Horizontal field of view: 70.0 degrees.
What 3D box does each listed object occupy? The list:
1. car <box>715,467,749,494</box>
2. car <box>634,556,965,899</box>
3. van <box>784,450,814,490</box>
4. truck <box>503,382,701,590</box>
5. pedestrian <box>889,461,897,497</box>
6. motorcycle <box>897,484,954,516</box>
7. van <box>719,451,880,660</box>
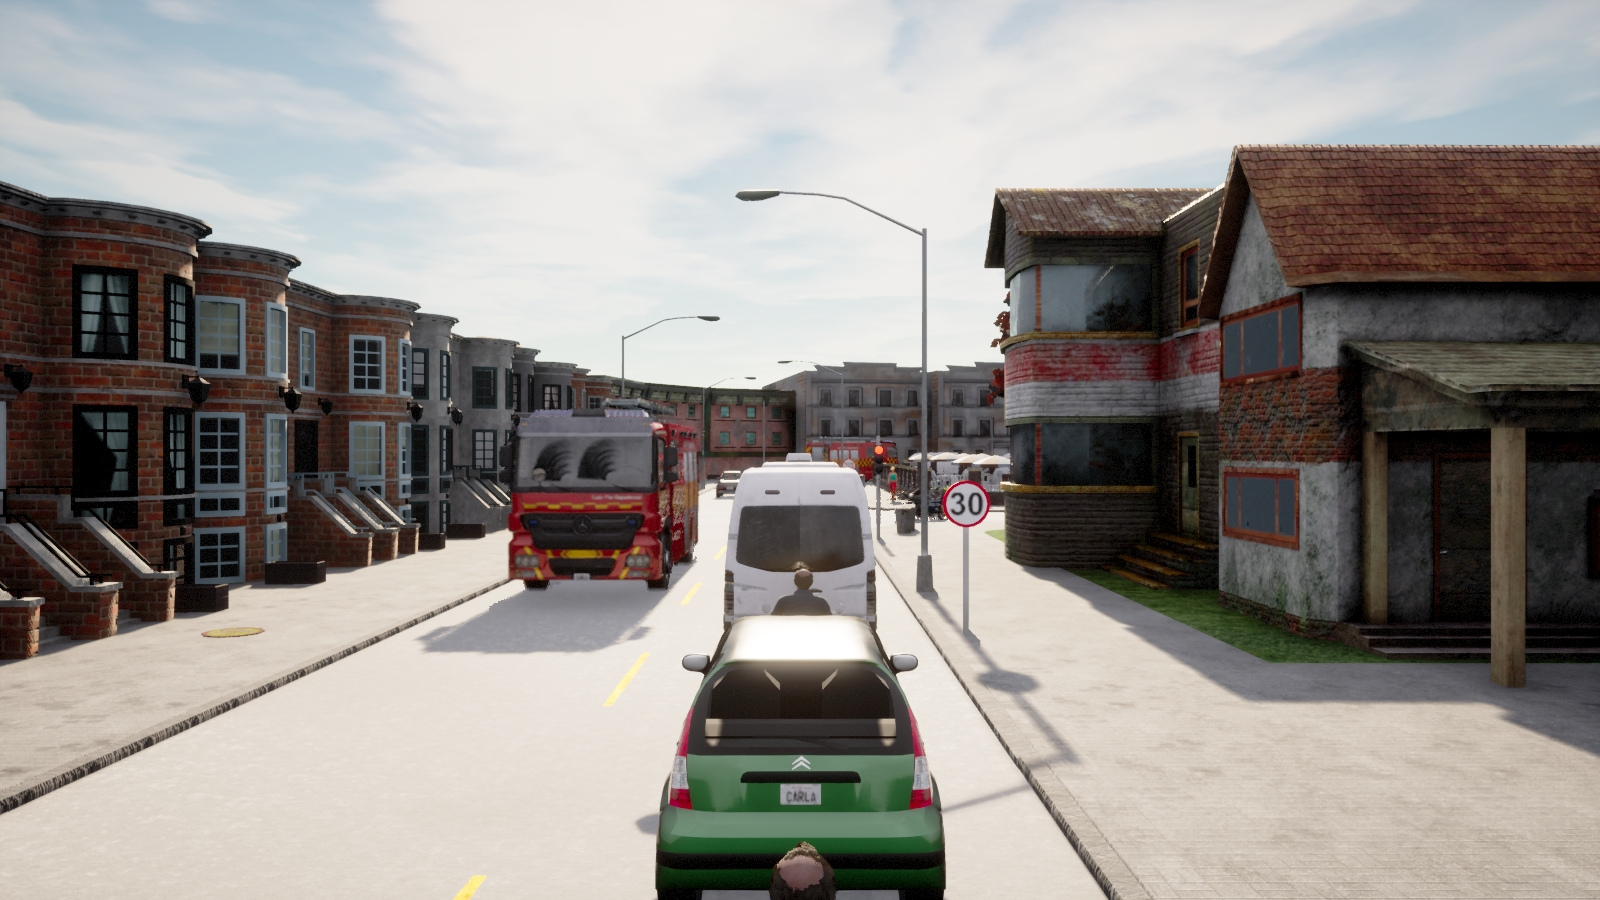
[{"bbox_3d":[-4.014,1.781,67.520,1.789,1.549,3.705,0,0,0],"label":"car"},{"bbox_3d":[-0.003,1.776,8.384,1.851,1.617,3.988,0,0,0],"label":"car"},{"bbox_3d":[-0.059,1.286,76.777,1.988,2.561,5.915,0,0,0],"label":"van"},{"bbox_3d":[-4.003,0.661,25.209,2.891,3.827,8.468,0,0,0],"label":"truck"},{"bbox_3d":[4.768,1.494,58.597,0.375,1.860,0.375,0,0,0],"label":"pedestrian"},{"bbox_3d":[4.936,1.968,45.006,2.209,1.251,0.867,0,-1,7],"label":"motorcycle"},{"bbox_3d":[-0.006,1.308,17.043,1.988,2.561,5.915,0,0,0],"label":"van"}]
